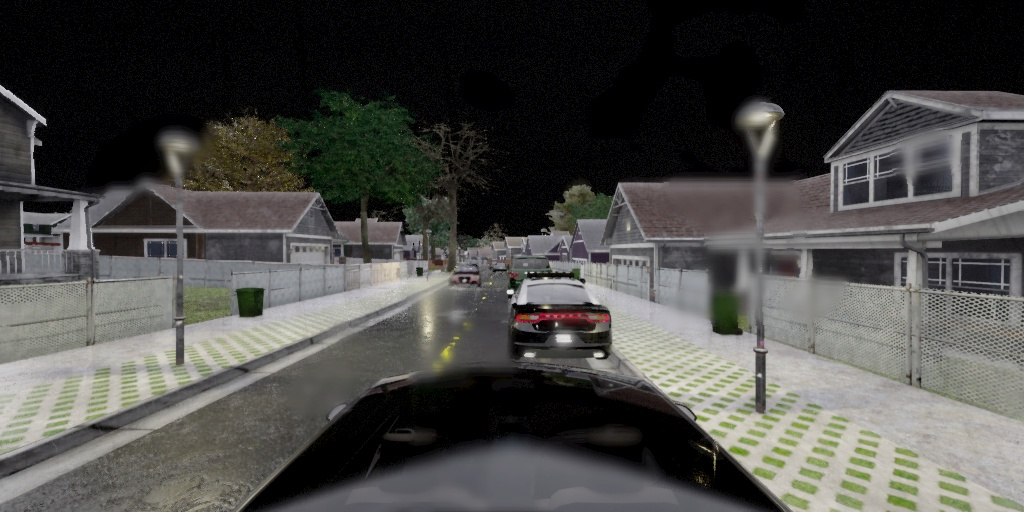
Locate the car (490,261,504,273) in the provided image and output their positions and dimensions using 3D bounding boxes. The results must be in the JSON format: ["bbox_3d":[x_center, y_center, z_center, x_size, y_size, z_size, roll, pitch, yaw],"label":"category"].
[{"bbox_3d":[-1.522,1.478,47.483,1.994,1.385,4.181,0,0,-4],"label":"car"}]

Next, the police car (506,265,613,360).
[{"bbox_3d":[0.896,1.180,8.516,1.930,1.638,5.238,0,0,0],"label":"police car"}]

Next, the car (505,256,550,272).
[{"bbox_3d":[0.841,1.001,18.490,2.150,2.045,5.566,0,0,-1],"label":"car"}]

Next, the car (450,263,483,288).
[{"bbox_3d":[-3.025,1.355,24.387,1.994,1.385,4.181,0,0,-2],"label":"car"}]
